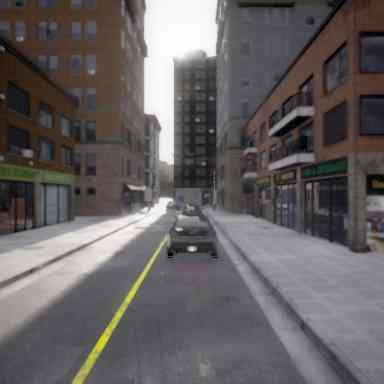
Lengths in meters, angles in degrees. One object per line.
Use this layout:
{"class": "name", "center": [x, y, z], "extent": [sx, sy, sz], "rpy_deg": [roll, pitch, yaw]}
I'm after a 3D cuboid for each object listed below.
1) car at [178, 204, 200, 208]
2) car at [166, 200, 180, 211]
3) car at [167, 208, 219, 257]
{"class": "car", "center": [0.023, 1.820, 28.891], "extent": [1.812, 1.442, 4.674], "rpy_deg": [0, 0, 0]}
{"class": "car", "center": [-2.780, 1.978, 48.797], "extent": [1.882, 1.535, 5.008], "rpy_deg": [0, -1, 1]}
{"class": "car", "center": [0.021, 1.644, 13.490], "extent": [1.837, 1.490, 4.892], "rpy_deg": [0, 0, 0]}
